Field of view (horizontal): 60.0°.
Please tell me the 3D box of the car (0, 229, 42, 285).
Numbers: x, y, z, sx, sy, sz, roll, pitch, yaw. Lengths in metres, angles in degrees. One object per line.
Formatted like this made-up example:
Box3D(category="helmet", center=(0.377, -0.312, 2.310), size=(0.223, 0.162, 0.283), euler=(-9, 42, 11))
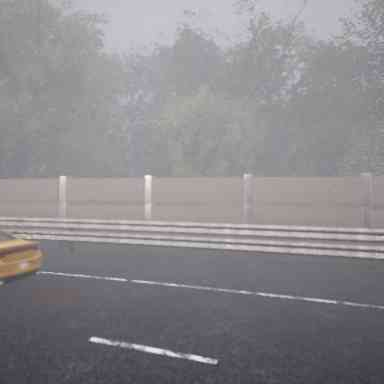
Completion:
Box3D(category="car", center=(-6.357, 1.597, 8.650), size=(5.008, 1.535, 1.882), euler=(0, -1, 17))
